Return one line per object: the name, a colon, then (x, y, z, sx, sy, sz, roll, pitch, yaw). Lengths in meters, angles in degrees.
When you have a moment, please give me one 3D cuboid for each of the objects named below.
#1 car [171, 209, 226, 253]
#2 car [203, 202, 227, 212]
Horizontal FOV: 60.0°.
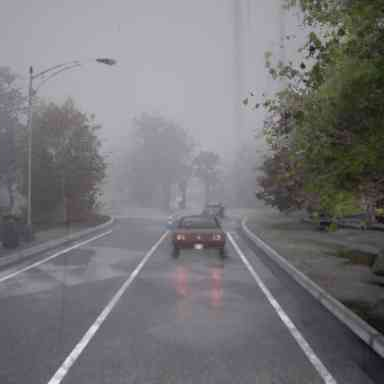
car: (0.292, 1.563, 13.474, 1.895, 1.301, 4.718, 0, 0, 2)
car: (2.143, 1.671, 31.374, 2.128, 1.511, 4.902, 0, -1, 10)
